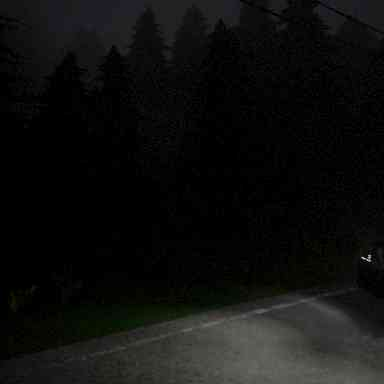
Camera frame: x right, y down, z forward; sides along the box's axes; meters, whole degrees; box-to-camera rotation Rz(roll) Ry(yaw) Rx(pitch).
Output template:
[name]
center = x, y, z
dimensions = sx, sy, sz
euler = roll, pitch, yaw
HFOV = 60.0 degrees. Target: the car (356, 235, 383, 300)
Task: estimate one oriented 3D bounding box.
[car]
center = 5.917, 1.168, 6.807
dimensions = 5.566, 2.045, 2.150
euler = 0, 0, -27
